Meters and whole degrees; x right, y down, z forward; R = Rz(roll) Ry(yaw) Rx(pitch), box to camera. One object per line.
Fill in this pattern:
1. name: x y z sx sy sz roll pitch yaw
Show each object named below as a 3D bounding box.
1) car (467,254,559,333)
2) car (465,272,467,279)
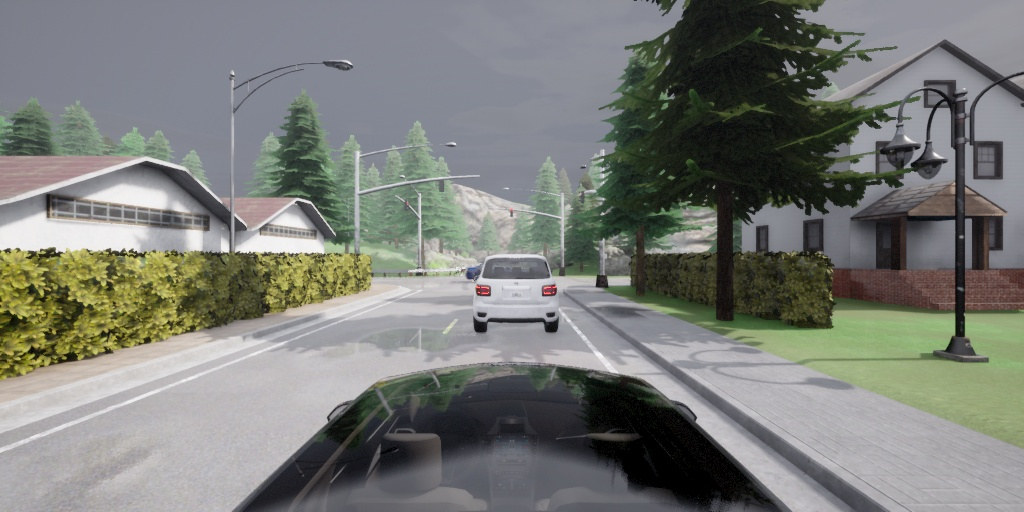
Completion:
1. car: 0.105 0.971 10.923 2.150 2.045 5.566 0 0 0
2. car: -0.985 1.221 27.040 5.008 1.535 1.882 0 0 0
